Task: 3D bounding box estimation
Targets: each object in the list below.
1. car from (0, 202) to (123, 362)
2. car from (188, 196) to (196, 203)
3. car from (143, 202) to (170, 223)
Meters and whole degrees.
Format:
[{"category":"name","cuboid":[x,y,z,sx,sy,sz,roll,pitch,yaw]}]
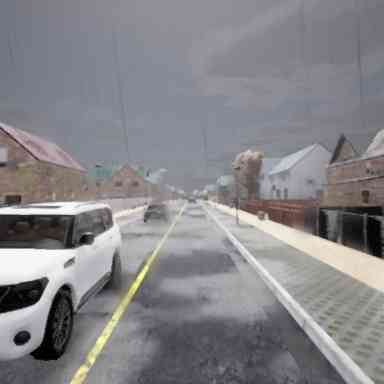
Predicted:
[{"category":"car","cuboid":[-2.836,1.246,6.363,2.150,2.045,5.566,0,0,0]},{"category":"car","cuboid":[0.019,2.068,85.654,1.882,1.535,5.008,0,-1,0]},{"category":"car","cuboid":[-2.803,1.630,27.048,1.837,1.490,4.892,0,-1,0]}]
